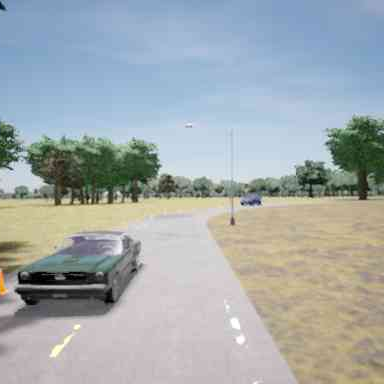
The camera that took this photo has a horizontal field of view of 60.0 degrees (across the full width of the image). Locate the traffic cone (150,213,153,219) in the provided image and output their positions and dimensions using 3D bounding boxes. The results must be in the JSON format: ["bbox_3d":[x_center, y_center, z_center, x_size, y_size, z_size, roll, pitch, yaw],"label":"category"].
[{"bbox_3d":[-4.018,2.341,33.112,0.340,0.580,0.340,0,-1,8],"label":"traffic cone"}]

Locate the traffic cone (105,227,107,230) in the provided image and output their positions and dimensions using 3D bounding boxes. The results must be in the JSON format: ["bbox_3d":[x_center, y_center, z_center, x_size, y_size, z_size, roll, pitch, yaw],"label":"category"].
[{"bbox_3d":[-4.578,2.173,17.766,0.340,0.580,0.340,0,-1,-1],"label":"traffic cone"}]

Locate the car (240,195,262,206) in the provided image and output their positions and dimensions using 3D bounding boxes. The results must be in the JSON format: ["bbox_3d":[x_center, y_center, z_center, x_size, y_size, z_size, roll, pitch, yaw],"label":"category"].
[{"bbox_3d":[11.038,1.575,61.991,2.150,2.045,5.566,-1,0,38],"label":"car"}]

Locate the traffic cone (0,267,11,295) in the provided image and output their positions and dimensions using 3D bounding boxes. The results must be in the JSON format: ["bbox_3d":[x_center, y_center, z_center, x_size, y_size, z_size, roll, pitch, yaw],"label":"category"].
[{"bbox_3d":[-4.486,2.062,7.767,0.340,0.580,0.340,0,-1,-1],"label":"traffic cone"}]

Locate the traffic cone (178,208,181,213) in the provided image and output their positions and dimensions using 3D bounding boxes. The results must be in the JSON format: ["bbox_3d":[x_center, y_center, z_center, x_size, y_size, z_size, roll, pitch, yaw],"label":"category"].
[{"bbox_3d":[-1.639,2.406,43.251,0.340,0.580,0.340,0,0,18],"label":"traffic cone"}]

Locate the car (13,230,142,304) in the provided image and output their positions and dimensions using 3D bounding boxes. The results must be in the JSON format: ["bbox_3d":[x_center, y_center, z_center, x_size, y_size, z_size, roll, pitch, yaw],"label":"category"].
[{"bbox_3d":[-2.517,1.713,8.529,1.895,1.301,4.718,0,-1,-1],"label":"car"}]

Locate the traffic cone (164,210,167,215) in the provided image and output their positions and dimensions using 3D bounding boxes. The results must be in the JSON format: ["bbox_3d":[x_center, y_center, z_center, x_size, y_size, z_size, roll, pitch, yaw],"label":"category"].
[{"bbox_3d":[-3.049,2.381,38.234,0.340,0.580,0.340,0,0,13],"label":"traffic cone"}]

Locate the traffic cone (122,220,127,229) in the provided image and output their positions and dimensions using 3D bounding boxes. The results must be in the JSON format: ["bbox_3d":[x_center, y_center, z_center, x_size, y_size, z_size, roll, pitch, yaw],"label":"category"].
[{"bbox_3d":[-4.624,2.229,22.766,0.340,0.580,0.340,0,-1,-1],"label":"traffic cone"}]

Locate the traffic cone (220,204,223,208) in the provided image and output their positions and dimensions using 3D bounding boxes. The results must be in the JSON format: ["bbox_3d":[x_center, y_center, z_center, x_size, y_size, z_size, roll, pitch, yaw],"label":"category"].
[{"bbox_3d":[5.113,2.383,57.314,0.340,0.580,0.340,-1,0,33],"label":"traffic cone"}]
